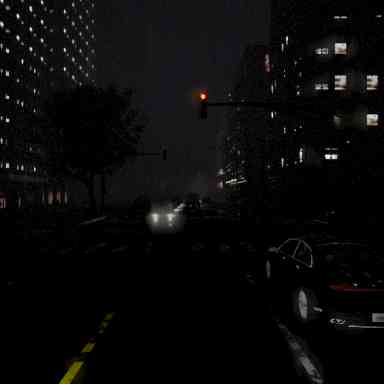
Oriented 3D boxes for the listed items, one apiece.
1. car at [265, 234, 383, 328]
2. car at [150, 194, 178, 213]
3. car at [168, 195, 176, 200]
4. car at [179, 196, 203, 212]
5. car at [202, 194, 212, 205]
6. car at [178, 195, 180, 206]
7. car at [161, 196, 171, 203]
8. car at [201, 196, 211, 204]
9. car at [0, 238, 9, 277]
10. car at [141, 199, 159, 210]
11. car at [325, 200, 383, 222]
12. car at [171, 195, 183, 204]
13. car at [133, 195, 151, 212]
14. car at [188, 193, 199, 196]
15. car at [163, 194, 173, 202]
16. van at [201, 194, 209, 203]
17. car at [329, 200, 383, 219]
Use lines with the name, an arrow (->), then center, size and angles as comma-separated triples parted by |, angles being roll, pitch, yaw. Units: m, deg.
car -> 2.699, 1.551, 6.908 | 2.008, 1.369, 4.403 | 0, 0, 0
car -> -3.048, 1.371, 37.042 | 2.097, 1.767, 4.553 | 0, 0, 0
car -> -5.561, 1.654, 94.536 | 2.008, 1.369, 4.403 | 0, 0, 0
car -> -0.020, 1.569, 39.765 | 2.033, 1.411, 5.357 | 0, 0, 3
car -> 2.774, 1.610, 61.387 | 1.947, 1.339, 4.313 | 0, 0, 0
car -> -3.031, 1.505, 46.132 | 1.882, 1.535, 5.008 | 0, 0, 0
car -> -5.592, 1.627, 72.445 | 1.947, 1.339, 4.313 | 0, 0, 0
car -> 2.782, 1.577, 67.080 | 1.752, 1.417, 4.829 | 0, 0, 0
car -> -5.681, 1.545, 6.919 | 1.887, 1.381, 4.507 | 0, 0, 0
car -> -5.630, 1.592, 44.831 | 1.947, 1.339, 4.313 | 0, 0, 0
car -> 12.120, 1.323, 23.808 | 4.892, 1.490, 1.837 | -1, 0, 2
car -> -2.949, 1.402, 65.372 | 2.097, 1.767, 4.553 | 0, 0, 1
car -> -5.637, 1.336, 39.308 | 2.192, 1.841, 5.009 | 0, 0, 0
car -> 0.195, 1.273, 65.415 | 2.150, 2.045, 5.566 | 0, 0, 0
car -> -5.584, 1.385, 77.967 | 2.192, 1.841, 5.009 | 0, 0, 0
van -> 2.789, 1.402, 72.434 | 1.690, 1.788, 3.998 | 0, 0, 0
car -> 13.462, 1.350, 26.299 | 4.403, 1.369, 2.008 | -1, 1, 0
